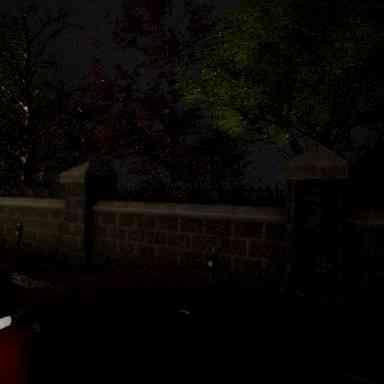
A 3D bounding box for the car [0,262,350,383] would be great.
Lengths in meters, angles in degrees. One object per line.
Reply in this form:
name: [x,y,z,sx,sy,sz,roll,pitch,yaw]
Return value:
car: [-0.804,1.525,3.474,4.507,1.381,1.887,1,0,36]
